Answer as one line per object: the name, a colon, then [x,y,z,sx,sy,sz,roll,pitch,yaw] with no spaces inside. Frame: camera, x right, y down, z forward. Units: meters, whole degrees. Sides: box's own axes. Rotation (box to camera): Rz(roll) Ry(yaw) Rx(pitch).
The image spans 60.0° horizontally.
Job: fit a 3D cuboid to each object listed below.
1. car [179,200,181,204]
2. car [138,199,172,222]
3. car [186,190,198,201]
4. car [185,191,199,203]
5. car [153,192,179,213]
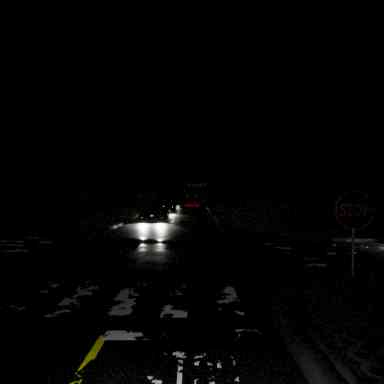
car: [-2.840,1.232,50.175,1.812,1.442,4.674,0,1,0]
car: [-2.852,1.488,25.584,1.994,1.385,4.181,0,0,0]
car: [-0.015,0.730,66.841,2.150,2.045,5.566,0,1,0]
car: [-0.012,0.858,56.420,2.150,2.045,5.566,0,1,0]
car: [-2.856,1.065,35.758,2.150,2.045,5.566,0,1,0]
